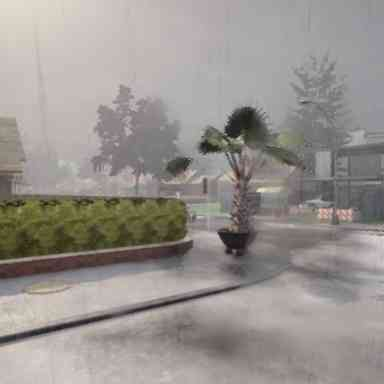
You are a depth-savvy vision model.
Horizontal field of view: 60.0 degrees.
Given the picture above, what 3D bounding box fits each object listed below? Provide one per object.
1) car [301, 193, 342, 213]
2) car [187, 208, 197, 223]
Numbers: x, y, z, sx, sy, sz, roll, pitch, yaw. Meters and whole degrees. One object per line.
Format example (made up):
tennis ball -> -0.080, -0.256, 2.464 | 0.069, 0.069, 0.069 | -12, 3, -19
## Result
car -> 12.855, 1.059, 33.019 | 3.866, 1.878, 1.905 | 0, 0, -1
car -> -1.541, 1.524, 25.252 | 2.128, 1.511, 4.902 | 0, 0, -36
